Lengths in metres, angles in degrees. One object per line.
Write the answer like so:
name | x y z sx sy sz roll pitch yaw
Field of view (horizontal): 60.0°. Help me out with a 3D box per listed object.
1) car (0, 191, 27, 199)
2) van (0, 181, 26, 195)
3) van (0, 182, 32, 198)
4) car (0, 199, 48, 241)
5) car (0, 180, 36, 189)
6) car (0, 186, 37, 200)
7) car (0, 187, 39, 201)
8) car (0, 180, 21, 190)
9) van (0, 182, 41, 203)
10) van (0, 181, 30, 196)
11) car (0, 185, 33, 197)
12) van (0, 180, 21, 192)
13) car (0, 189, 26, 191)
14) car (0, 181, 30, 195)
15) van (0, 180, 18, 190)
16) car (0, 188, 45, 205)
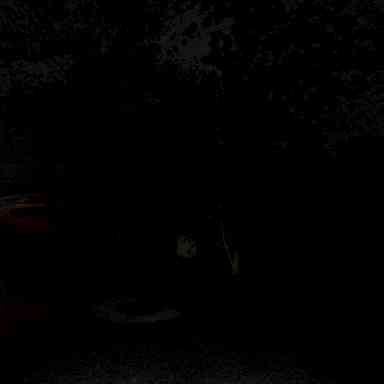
car | -8.383 1.019 17.716 4.553 1.767 2.185 1 2 -31
van | -26.718 -0.560 48.516 4.442 1.987 1.878 1 1 -31
van | -22.483 -0.262 41.353 4.442 1.987 1.878 1 2 -31
car | -7.012 1.266 15.316 5.008 1.535 2.097 1 2 -31
car | -15.346 0.287 29.522 5.566 2.045 2.435 1 2 -31
car | -20.976 0.099 39.060 4.792 1.488 2.163 1 2 -31
car | -19.636 0.204 36.789 4.792 1.488 2.163 1 2 -31
car | -39.365 -1.472 70.128 5.566 2.045 2.435 1 1 -31
van | -18.145 0.067 34.441 4.442 1.987 1.878 1 2 -31
van | -25.111 -0.458 46.250 4.442 1.987 1.878 1 2 -31
car | -23.807 -0.136 43.814 5.008 1.535 2.097 1 1 -31
van | -35.021 -1.149 63.049 4.442 1.987 1.878 1 1 -31
car | -12.728 0.776 24.654 5.366 1.575 1.946 1 2 -31
car | -28.048 -0.682 50.944 5.566 2.045 2.435 1 1 -31
van | -40.648 -1.542 72.587 4.442 1.987 1.878 1 1 -31
car | -16.810 0.445 31.884 4.792 1.488 2.163 1 2 -31
